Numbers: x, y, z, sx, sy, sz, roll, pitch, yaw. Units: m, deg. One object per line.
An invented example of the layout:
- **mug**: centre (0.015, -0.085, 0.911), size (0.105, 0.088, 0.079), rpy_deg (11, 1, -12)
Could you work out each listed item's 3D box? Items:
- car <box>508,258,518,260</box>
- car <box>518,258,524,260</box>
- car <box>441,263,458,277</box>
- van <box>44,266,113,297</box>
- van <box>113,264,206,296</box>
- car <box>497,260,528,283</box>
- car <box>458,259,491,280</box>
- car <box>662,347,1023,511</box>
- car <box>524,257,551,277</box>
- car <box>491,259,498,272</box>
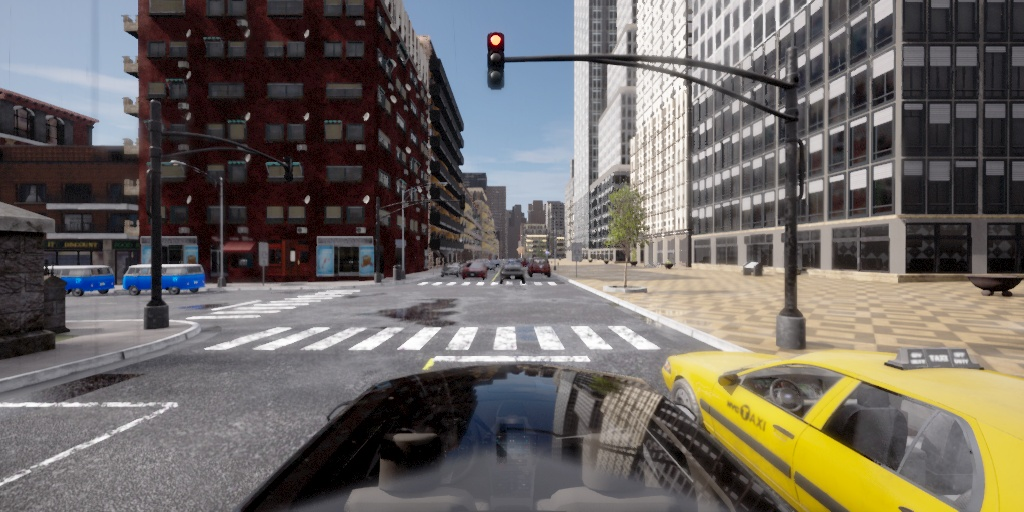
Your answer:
- **car**: centre (-0.141, 1.318, 63.983), size (1.812, 1.442, 4.674), rpy_deg (0, 0, 0)
- **car**: centre (2.566, 1.096, 56.901), size (2.192, 1.841, 5.009), rpy_deg (0, 0, 0)
- **car**: centre (-5.764, 1.308, 34.777), size (2.007, 1.370, 4.403), rpy_deg (0, 0, 0)
- **van**: centre (-26.348, 1.480, 21.439), size (3.998, 1.789, 1.690), rpy_deg (0, 0, -1)
- **van**: centre (-20.810, 1.390, 21.502), size (3.998, 1.789, 1.690), rpy_deg (0, 0, -1)
- **car**: centre (0.041, 1.258, 27.997), size (1.837, 1.490, 4.892), rpy_deg (0, 0, 0)
- **car**: centre (-3.165, 1.233, 31.040), size (1.882, 1.535, 5.008), rpy_deg (0, 0, 0)
- **car**: centre (2.690, 1.275, 2.554), size (1.751, 1.417, 4.829), rpy_deg (0, 0, 0)
- **car**: centre (2.616, 1.072, 34.796), size (2.192, 1.841, 5.009), rpy_deg (0, 0, 0)
- **car**: centre (-3.194, 1.332, 46.488), size (1.994, 1.385, 4.181), rpy_deg (0, 0, 0)
